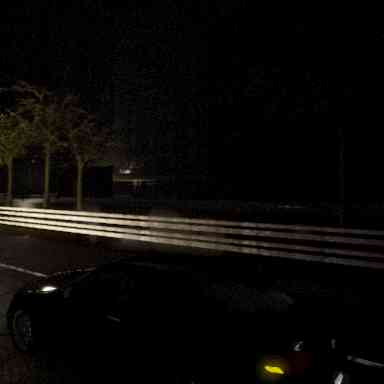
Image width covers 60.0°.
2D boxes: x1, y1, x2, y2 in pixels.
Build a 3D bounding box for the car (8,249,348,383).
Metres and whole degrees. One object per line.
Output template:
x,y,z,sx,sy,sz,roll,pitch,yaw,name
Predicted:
-0.537,1.517,4.372,4.674,1.442,1.812,0,0,35,car
